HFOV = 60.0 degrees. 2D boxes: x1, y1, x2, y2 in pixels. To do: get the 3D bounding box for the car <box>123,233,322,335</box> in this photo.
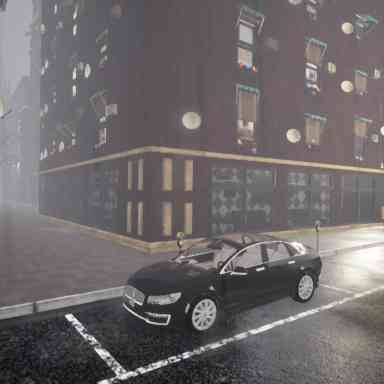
[{"bbox_3d":[0.810,1.552,6.626,4.403,1.369,2.008,0,1,-35],"label":"car"}]
